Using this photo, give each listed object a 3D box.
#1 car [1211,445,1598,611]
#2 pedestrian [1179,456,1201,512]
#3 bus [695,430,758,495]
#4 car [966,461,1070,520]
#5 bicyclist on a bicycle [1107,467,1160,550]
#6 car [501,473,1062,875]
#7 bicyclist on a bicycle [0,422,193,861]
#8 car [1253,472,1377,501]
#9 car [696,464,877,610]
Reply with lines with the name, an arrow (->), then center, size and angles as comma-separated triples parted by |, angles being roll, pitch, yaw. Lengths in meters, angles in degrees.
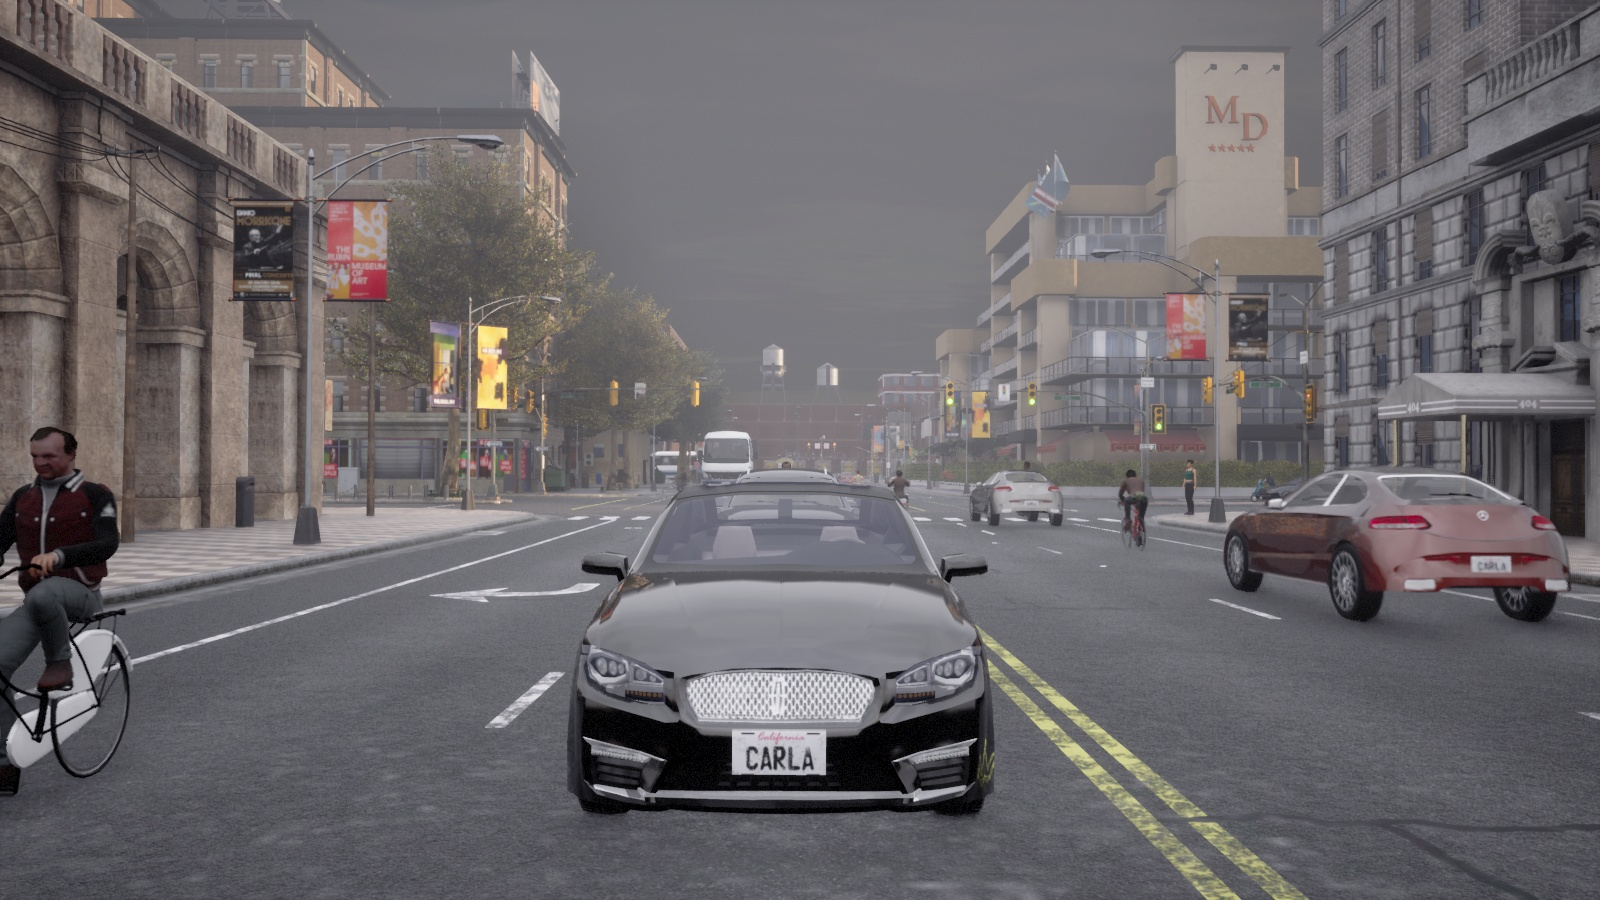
car -> 6.847, 0.818, 15.027 | 2.152, 1.651, 5.027 | 0, -1, -1
pedestrian -> 12.871, 1.114, 41.451 | 0.594, 1.836, 0.345 | 0, -1, -17
bus -> -4.931, 0.914, 86.961 | 3.944, 4.253, 10.273 | 0, -1, -1
car -> 6.495, 1.202, 37.971 | 2.152, 1.651, 5.027 | 0, -1, -1
bicyclist on a bicycle -> 6.730, 1.166, 25.391 | 0.582, 1.620, 1.656 | 0, -1, -1
car -> -0.075, 0.892, 7.228 | 2.128, 1.511, 4.902 | 0, -1, 0
bicyclist on a bicycle -> -3.575, 0.796, 5.788 | 0.659, 1.776, 1.843 | 0, -2, -1
car -> 25.783, 1.814, 63.007 | 5.357, 1.411, 2.033 | 0, -1, -1
car -> -0.165, 1.024, 16.622 | 2.033, 1.649, 4.856 | 0, -1, 0
